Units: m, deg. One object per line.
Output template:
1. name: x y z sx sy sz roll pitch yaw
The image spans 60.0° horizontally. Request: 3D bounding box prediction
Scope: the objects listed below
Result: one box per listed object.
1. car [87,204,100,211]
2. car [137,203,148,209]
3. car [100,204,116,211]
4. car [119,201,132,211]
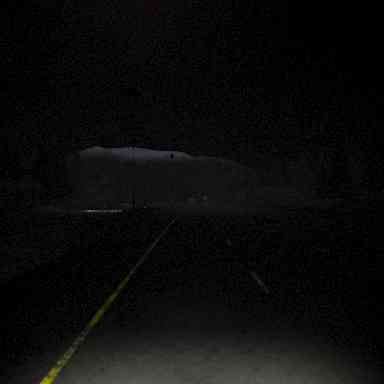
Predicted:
1. car: -20.983 3.276 71.065 1.994 1.385 4.181 0 -2 0
2. car: -10.484 3.188 71.065 1.837 1.490 4.892 0 -2 0
3. car: -17.484 3.236 71.066 1.812 1.442 4.674 0 -2 0
4. car: -13.985 2.924 71.046 2.150 2.045 5.566 0 -2 0
